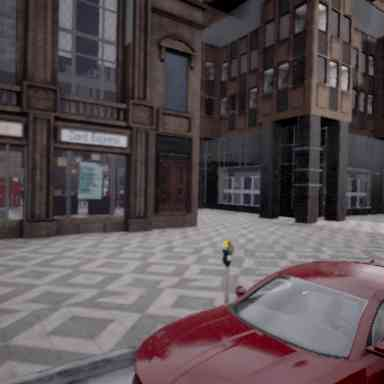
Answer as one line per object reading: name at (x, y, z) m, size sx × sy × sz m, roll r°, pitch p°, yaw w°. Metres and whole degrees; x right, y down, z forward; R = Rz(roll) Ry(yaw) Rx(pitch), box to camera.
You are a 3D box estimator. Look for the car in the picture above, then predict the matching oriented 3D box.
car at (1.553, 1.515, 3.640) m, size 4.507 × 1.381 × 1.887 m, roll 1°, pitch 1°, yaw -34°
